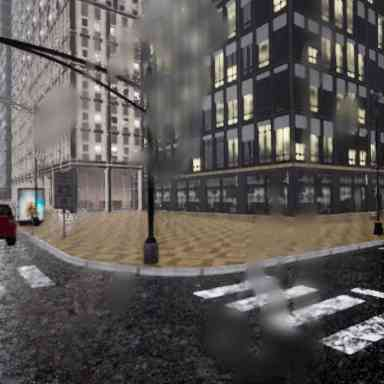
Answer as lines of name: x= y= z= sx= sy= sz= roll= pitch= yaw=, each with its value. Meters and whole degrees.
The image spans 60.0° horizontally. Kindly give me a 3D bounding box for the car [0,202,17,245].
car: x=-9.148 y=1.335 z=14.806 sx=2.192 sy=1.841 sz=5.009 roll=1 pitch=-1 yaw=-36
